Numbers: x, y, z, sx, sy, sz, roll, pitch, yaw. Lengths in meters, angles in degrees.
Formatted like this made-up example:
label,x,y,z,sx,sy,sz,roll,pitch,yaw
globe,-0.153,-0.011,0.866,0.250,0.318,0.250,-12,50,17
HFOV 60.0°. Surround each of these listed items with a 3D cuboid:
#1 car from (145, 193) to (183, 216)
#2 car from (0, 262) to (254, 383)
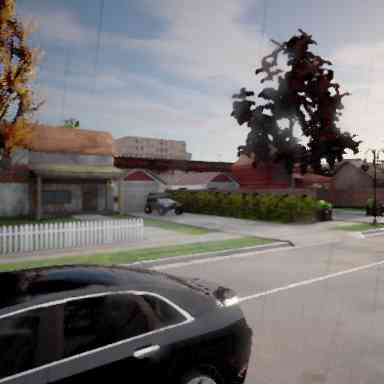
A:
label,x,y,z,sx,sy,sz,roll,pitch,yaw
car,-2.448,0.992,27.869,1.905,1.878,3.866,0,0,-35
car,-1.615,1.504,2.841,4.892,1.490,1.837,0,0,-35
